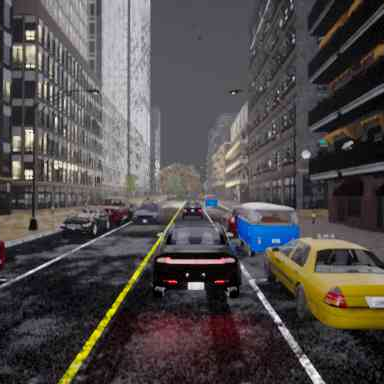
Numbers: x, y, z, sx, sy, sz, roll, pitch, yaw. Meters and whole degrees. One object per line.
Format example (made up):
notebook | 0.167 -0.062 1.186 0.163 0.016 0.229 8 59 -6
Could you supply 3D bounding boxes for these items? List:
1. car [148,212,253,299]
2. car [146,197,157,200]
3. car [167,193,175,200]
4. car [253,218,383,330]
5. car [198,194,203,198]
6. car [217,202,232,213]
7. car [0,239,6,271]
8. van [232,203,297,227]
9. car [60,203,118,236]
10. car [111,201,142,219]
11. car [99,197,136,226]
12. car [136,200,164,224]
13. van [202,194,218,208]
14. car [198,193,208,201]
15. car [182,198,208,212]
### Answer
car | 0.087 1.488 8.440 2.128 1.511 4.902 0 0 0
car | -5.723 1.421 46.429 1.967 1.590 4.097 1 0 0
car | -5.773 1.279 91.687 2.192 1.841 5.009 1 0 0
car | 2.695 1.522 7.013 1.752 1.417 4.829 1 0 0
car | 2.633 1.523 69.073 2.008 1.369 4.403 1 0 0
car | 2.685 1.432 18.157 1.967 1.590 4.097 1 0 0
car | -5.685 1.542 6.828 1.887 1.381 4.507 1 0 0
van | 2.692 1.336 12.500 1.690 1.788 3.998 1 0 0
car | -5.697 1.543 18.143 2.008 1.369 4.403 1 0 0
car | -5.708 1.553 29.457 1.947 1.339 4.313 1 0 0
car | -5.698 1.305 23.799 2.192 1.841 5.009 1 0 0
car | -3.122 1.536 24.727 2.033 1.411 5.357 0 0 0
van | 2.659 1.322 46.444 1.690 1.788 3.998 1 0 0
car | 2.626 1.283 80.388 2.192 1.841 5.009 1 0 0
car | 0.067 1.535 28.956 2.033 1.411 5.357 0 0 0
